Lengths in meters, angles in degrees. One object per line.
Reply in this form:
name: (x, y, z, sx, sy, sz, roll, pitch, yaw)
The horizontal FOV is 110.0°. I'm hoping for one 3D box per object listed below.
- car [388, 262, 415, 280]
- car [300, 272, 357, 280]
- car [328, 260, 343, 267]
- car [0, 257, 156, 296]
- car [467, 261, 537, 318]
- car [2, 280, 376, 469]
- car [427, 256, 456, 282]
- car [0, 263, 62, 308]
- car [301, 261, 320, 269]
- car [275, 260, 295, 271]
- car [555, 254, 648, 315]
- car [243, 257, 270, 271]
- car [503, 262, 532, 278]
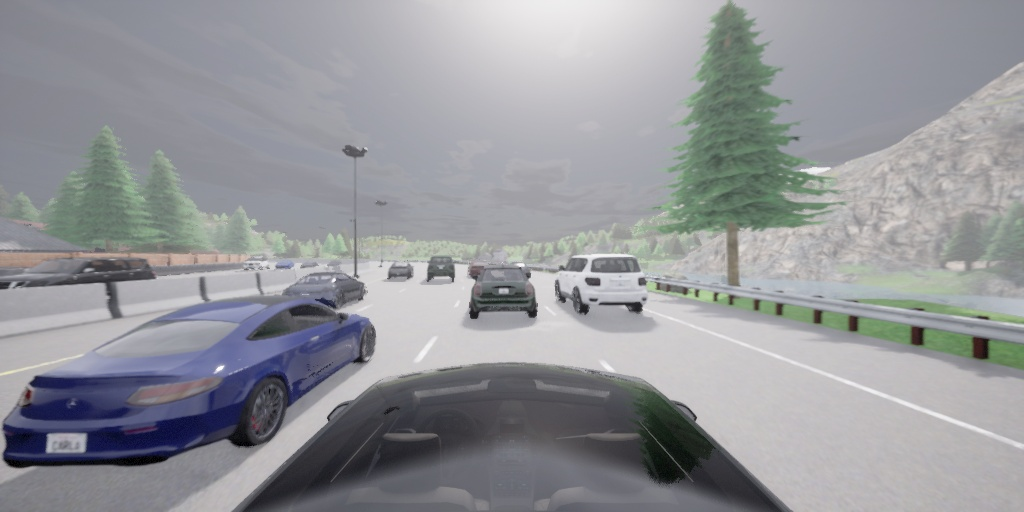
car: (-9.807, 1.271, 31.876, 2.128, 1.511, 4.902, 0, 0, -11)
car: (-7.518, 1.344, 14.765, 1.994, 1.385, 4.181, 0, 0, -5)
car: (-27.583, 1.362, 56.119, 1.837, 1.490, 4.892, 0, 0, -20)
car: (-18.279, 1.059, 15.203, 2.150, 2.045, 5.566, 0, 0, -6)
car: (-0.382, 1.095, 13.117, 2.097, 1.767, 4.553, 0, 0, -3)
car: (-3.541, 1.292, 5.114, 1.812, 1.442, 4.674, 0, 0, -1)
car: (-5.842, 0.983, 29.808, 2.150, 2.045, 5.566, 0, 0, -10)
car: (-21.736, 1.208, 14.270, 2.097, 1.767, 4.553, 0, 0, -5)
car: (-30.935, 1.437, 55.103, 1.994, 1.385, 4.181, 0, 0, -20)
car: (-34.463, 1.370, 54.577, 1.882, 1.535, 5.008, 0, 0, -20)
car: (3.144, 0.947, 13.705, 2.150, 2.045, 5.566, 0, 0, -4)
car: (-37.496, 1.136, 52.730, 2.150, 2.045, 5.566, 0, 0, -20)
car: (0.423, 1.287, 34.208, 1.994, 1.385, 4.181, 0, 0, -11)
